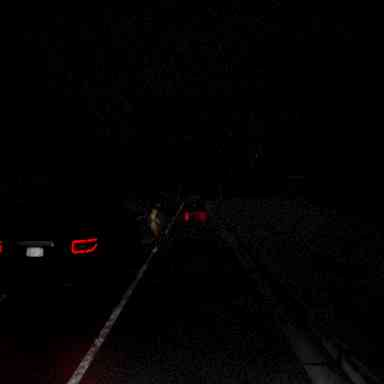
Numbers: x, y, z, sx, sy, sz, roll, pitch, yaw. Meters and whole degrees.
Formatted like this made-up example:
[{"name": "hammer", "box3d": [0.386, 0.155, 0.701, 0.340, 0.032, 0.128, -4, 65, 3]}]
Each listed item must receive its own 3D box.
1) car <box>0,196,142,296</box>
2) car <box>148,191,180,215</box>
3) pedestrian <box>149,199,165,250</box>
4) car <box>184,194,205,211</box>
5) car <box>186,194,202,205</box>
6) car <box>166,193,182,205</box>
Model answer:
[{"name": "car", "box3d": [-2.709, 1.094, 8.454, 2.150, 2.045, 5.566, 0, 1, 0]}, {"name": "car", "box3d": [-2.465, 0.891, 28.260, 2.192, 1.841, 5.009, 1, 1, 0]}, {"name": "pedestrian", "box3d": [-1.219, 1.114, 11.718, 0.375, 1.860, 0.375, -1, 0, 0]}, {"name": "car", "box3d": [0.248, 0.992, 32.538, 1.882, 1.535, 5.008, 0, 1, 0]}, {"name": "car", "box3d": [0.248, 0.930, 42.888, 1.994, 1.385, 4.181, 0, 1, 0]}, {"name": "car", "box3d": [-2.379, 0.866, 44.689, 1.752, 1.417, 4.829, 1, 1, 0]}]
